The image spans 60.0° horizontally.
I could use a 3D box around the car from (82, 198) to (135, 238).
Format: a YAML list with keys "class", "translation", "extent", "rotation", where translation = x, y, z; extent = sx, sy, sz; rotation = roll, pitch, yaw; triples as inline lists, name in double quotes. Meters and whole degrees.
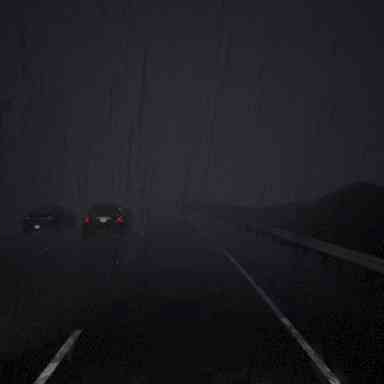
- class: "car"
  translation: [-4.485, 1.408, 18.159]
  extent: [2.097, 1.767, 4.553]
  rotation: [0, 0, -6]

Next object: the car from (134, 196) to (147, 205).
- class: "car"
  translation: [-10.346, 1.541, 65.233]
  extent: [2.097, 1.767, 4.553]
  rotation: [0, 0, -20]

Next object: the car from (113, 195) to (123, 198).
- class: "car"
  translation: [-18.149, 1.571, 81.362]
  extent: [1.882, 1.535, 5.008]
  rotation: [0, 0, -26]

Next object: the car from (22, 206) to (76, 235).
- class: "car"
  translation: [-8.107, 1.557, 19.248]
  extent: [2.128, 1.511, 4.902]
  rotation: [0, 0, -6]
